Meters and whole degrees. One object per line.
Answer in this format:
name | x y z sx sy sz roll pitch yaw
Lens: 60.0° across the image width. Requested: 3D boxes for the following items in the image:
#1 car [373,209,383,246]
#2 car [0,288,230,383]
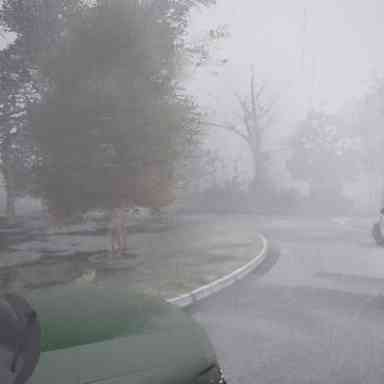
car | 8.299 1.210 11.901 2.150 2.045 5.566 0 0 15
car | -2.294 1.261 1.556 5.566 2.045 2.150 0 0 -33
